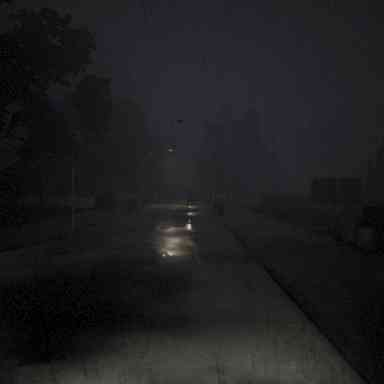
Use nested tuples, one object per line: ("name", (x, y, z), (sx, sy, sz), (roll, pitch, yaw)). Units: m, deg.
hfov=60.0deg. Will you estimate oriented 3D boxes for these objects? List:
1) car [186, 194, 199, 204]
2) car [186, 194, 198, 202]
("car", (0.096, 1.086, 52.138), (1.837, 1.490, 4.892), (0, 0, 0))
("car", (-0.005, 1.046, 62.483), (2.033, 1.411, 5.357), (0, 0, 0))
